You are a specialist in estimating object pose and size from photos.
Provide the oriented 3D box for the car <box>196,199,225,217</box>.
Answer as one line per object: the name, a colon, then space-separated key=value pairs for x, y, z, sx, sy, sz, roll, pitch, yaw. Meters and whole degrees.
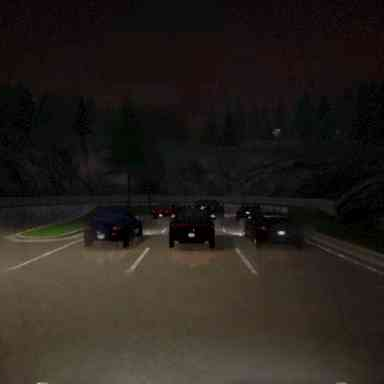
car: x=1.432 y=1.350 z=28.253 sx=2.097 sy=1.767 sz=4.553 roll=0 pitch=0 yaw=16

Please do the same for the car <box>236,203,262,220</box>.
car: x=4.861 y=1.564 z=27.511 sx=1.994 sy=1.385 sz=4.181 roll=0 pitch=0 yaw=16

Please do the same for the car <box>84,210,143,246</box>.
car: x=-3.464 y=1.525 z=15.141 sx=1.812 sy=1.442 sz=4.674 roll=0 pitch=0 yaw=1

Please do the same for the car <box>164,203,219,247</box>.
car: x=0.040 y=1.477 z=15.192 sx=1.882 sy=1.535 sz=5.008 roll=0 pitch=0 yaw=1

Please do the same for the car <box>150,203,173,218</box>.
car: x=-1.923 y=1.601 z=29.253 sx=1.895 sy=1.301 sz=4.718 roll=0 pitch=0 yaw=16

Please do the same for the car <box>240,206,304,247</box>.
car: x=3.533 y=1.564 z=14.974 sx=1.994 sy=1.385 sz=4.181 roll=0 pitch=0 yaw=1
